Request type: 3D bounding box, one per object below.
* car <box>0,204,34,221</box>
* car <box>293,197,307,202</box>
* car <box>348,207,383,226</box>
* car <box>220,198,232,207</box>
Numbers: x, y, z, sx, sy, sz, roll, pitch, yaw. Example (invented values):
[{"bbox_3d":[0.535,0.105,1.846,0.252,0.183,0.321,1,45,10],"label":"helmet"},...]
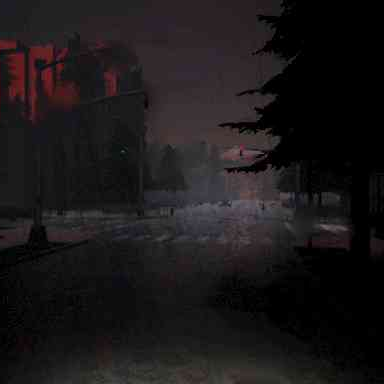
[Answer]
[{"bbox_3d":[-16.366,1.764,29.475,4.674,1.442,1.812,0,-1,12],"label":"car"},{"bbox_3d":[29.219,2.321,90.013,1.845,1.501,3.633,0,-1,11],"label":"car"},{"bbox_3d":[13.340,1.783,22.902,4.674,1.442,1.812,-1,-1,12],"label":"car"},{"bbox_3d":[6.554,2.007,64.272,2.097,1.767,4.553,0,0,11],"label":"car"}]
